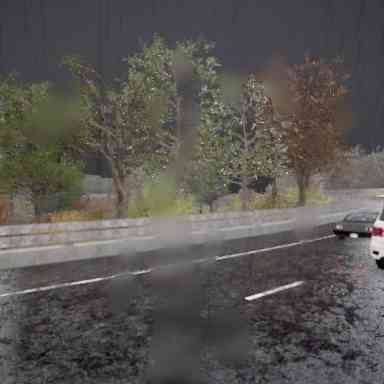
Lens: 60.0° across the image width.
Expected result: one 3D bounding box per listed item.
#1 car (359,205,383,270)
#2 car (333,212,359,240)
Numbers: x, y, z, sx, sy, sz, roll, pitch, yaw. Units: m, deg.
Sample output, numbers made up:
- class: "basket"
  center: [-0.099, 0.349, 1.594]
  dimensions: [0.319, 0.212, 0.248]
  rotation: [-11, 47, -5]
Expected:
- class: "car"
  center: [7.339, 1.211, 9.943]
  dimensions: [5.566, 2.045, 2.150]
  rotation: [0, 0, -42]
- class: "car"
  center: [8.594, 1.597, 15.975]
  dimensions: [1.895, 1.301, 4.718]
  rotation: [0, 0, 45]
